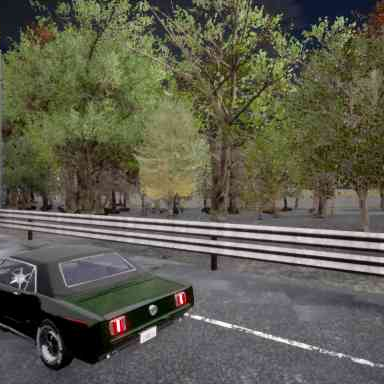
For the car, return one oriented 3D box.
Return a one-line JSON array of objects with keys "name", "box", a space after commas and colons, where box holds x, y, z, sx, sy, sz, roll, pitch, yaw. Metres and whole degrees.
[{"name": "car", "box": [-2.376, 1.600, 5.704, 4.718, 1.301, 1.895, 0, 0, 36]}]
